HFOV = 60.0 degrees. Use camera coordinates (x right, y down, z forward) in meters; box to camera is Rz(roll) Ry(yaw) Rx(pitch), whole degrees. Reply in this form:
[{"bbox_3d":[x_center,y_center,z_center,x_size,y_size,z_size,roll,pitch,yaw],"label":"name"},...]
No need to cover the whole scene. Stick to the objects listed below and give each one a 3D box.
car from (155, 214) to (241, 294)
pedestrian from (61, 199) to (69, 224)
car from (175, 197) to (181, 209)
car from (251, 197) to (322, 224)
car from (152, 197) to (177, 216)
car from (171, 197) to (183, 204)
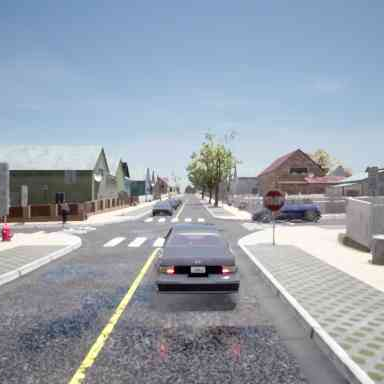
[{"bbox_3d":[0.072,1.550,8.939,2.033,1.411,5.357,0,0,-1],"label":"car"},{"bbox_3d":[-9.694,1.462,25.260,0.375,1.860,0.375,0,0,0],"label":"pedestrian"},{"bbox_3d":[-2.852,1.565,42.435,1.994,1.385,4.181,0,0,0],"label":"car"},{"bbox_3d":[6.370,1.188,22.919,4.553,1.767,2.097,-2,-1,5],"label":"car"},{"bbox_3d":[-2.820,1.550,32.719,2.033,1.411,5.357,0,0,-1],"label":"car"},{"bbox_3d":[-2.810,1.595,62.739,1.895,1.301,4.718,0,0,1],"label":"car"}]
